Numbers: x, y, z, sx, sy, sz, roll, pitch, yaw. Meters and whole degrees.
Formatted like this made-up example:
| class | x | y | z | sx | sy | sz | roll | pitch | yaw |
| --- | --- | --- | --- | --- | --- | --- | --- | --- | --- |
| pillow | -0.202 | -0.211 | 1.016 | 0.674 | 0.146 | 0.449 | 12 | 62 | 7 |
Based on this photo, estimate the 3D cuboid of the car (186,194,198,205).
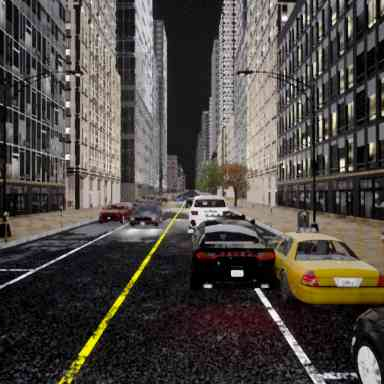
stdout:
| class | x | y | z | sx | sy | sz | roll | pitch | yaw |
| --- | --- | --- | --- | --- | --- | --- | --- | --- | --- |
| car | 0.051 | 1.287 | 59.590 | 2.097 | 1.767 | 4.553 | 0 | 0 | 0 |

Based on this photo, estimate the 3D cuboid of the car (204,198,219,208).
| class | x | y | z | sx | sy | sz | roll | pitch | yaw |
| --- | --- | --- | --- | --- | --- | --- | --- | --- | --- |
| car | 2.737 | 1.540 | 47.622 | 1.802 | 1.307 | 4.206 | 1 | 0 | 0 |

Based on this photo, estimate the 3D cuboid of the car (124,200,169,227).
| class | x | y | z | sx | sy | sz | roll | pitch | yaw |
| --- | --- | --- | --- | --- | --- | --- | --- | --- | --- |
| car | -2.982 | 1.537 | 22.860 | 2.033 | 1.411 | 5.357 | 0 | 0 | 0 |

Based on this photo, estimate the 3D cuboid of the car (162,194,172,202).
| class | x | y | z | sx | sy | sz | roll | pitch | yaw |
| --- | --- | --- | --- | --- | --- | --- | --- | --- | --- |
| car | -5.617 | 1.335 | 76.021 | 1.967 | 1.590 | 4.097 | 1 | 0 | 0 |

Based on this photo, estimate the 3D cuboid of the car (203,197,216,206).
| class | x | y | z | sx | sy | sz | roll | pitch | yaw |
| --- | --- | --- | --- | --- | --- | --- | --- | --- | --- |
| car | 2.743 | 1.530 | 53.297 | 1.802 | 1.307 | 4.206 | 1 | 0 | 0 |

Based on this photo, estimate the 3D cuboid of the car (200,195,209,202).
| class | x | y | z | sx | sy | sz | roll | pitch | yaw |
| --- | --- | --- | --- | --- | --- | --- | --- | --- | --- |
| car | 2.763 | 1.460 | 75.996 | 1.947 | 1.339 | 4.313 | 1 | 0 | 0 |

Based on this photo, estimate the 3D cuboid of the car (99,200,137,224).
| class | x | y | z | sx | sy | sz | roll | pitch | yaw |
| --- | --- | --- | --- | --- | --- | --- | --- | --- | --- |
| car | -5.663 | 1.532 | 24.940 | 1.887 | 1.381 | 4.507 | 0 | 0 | 0 |

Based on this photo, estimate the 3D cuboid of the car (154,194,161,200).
| class | x | y | z | sx | sy | sz | roll | pitch | yaw |
| --- | --- | --- | --- | --- | --- | --- | --- | --- | --- |
| car | -5.646 | 1.282 | 41.968 | 2.192 | 1.841 | 5.009 | 0 | 0 | 0 |

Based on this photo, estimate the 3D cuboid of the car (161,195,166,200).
| class | x | y | z | sx | sy | sz | roll | pitch | yaw |
| --- | --- | --- | --- | --- | --- | --- | --- | --- | --- |
| car | -5.638 | 1.530 | 53.318 | 1.802 | 1.307 | 4.206 | 1 | 0 | 0 |

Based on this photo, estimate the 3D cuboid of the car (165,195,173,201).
| class | x | y | z | sx | sy | sz | roll | pitch | yaw |
| --- | --- | --- | --- | --- | --- | --- | --- | --- | --- |
| car | -5.612 | 1.404 | 81.528 | 1.752 | 1.417 | 4.829 | 1 | 0 | 0 |

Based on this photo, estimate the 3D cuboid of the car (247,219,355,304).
| class | x | y | z | sx | sy | sz | roll | pitch | yaw |
| --- | --- | --- | --- | --- | --- | --- | --- | --- | --- |
| car | 2.702 | 1.524 | 8.069 | 1.752 | 1.417 | 4.829 | 0 | 0 | 0 |

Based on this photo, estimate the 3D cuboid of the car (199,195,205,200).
| class | x | y | z | sx | sy | sz | roll | pitch | yaw |
| --- | --- | --- | --- | --- | --- | --- | --- | --- | --- |
| car | 2.778 | 1.426 | 93.019 | 1.802 | 1.307 | 4.206 | 1 | 0 | 0 |

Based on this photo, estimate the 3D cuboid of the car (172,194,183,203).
| class | x | y | z | sx | sy | sz | roll | pitch | yaw |
| --- | --- | --- | --- | --- | --- | --- | --- | --- | --- |
| car | -2.941 | 1.438 | 69.168 | 1.812 | 1.442 | 4.674 | 0 | 0 | 0 |

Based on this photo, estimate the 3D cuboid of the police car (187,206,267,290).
| class | x | y | z | sx | sy | sz | roll | pitch | yaw |
| --- | --- | --- | --- | --- | --- | --- | --- | --- | --- |
| police car | 0.907 | 1.424 | 9.246 | 1.930 | 1.638 | 5.238 | 0 | 0 | 0 |

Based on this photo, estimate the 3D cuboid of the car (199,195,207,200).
| class | x | y | z | sx | sy | sz | roll | pitch | yaw |
| --- | --- | --- | --- | --- | --- | --- | --- | --- | --- |
| car | 2.773 | 1.406 | 87.346 | 1.887 | 1.381 | 4.507 | 1 | 0 | 0 |

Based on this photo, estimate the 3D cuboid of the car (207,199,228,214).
| class | x | y | z | sx | sy | sz | roll | pitch | yaw |
| --- | --- | --- | --- | --- | --- | --- | --- | --- | --- |
| car | 2.728 | 1.540 | 36.273 | 1.947 | 1.339 | 4.313 | 0 | 0 | 0 |

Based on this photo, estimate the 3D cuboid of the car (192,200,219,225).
| class | x | y | z | sx | sy | sz | roll | pitch | yaw |
| --- | --- | --- | --- | --- | --- | --- | --- | --- | --- |
| car | 0.921 | 1.465 | 25.136 | 1.882 | 1.535 | 5.008 | 0 | 0 | 0 |

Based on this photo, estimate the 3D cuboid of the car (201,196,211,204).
| class | x | y | z | sx | sy | sz | roll | pitch | yaw |
| --- | --- | --- | --- | --- | --- | --- | --- | --- | --- |
| car | 2.753 | 1.448 | 64.817 | 1.752 | 1.417 | 4.829 | 1 | 0 | 0 |

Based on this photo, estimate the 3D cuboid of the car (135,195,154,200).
| class | x | y | z | sx | sy | sz | roll | pitch | yaw |
| --- | --- | --- | --- | --- | --- | --- | --- | --- | --- |
| car | -5.652 | 1.415 | 36.293 | 1.967 | 1.590 | 4.097 | 0 | 0 | 0 |

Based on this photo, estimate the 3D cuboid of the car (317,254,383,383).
| class | x | y | z | sx | sy | sz | roll | pitch | yaw |
| --- | --- | --- | --- | --- | --- | --- | --- | --- | --- |
| car | 2.697 | 1.551 | 2.222 | 2.008 | 1.369 | 4.403 | 0 | 0 | 0 |

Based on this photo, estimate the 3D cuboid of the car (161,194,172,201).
| class | x | y | z | sx | sy | sz | roll | pitch | yaw |
| --- | --- | --- | --- | --- | --- | --- | --- | --- | --- |
| car | -5.625 | 1.238 | 64.670 | 2.192 | 1.841 | 5.009 | 1 | 0 | 0 |

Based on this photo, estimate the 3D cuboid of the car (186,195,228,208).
| class | x | y | z | sx | sy | sz | roll | pitch | yaw |
| --- | --- | --- | --- | --- | --- | --- | --- | --- | --- |
| car | 0.916 | 1.218 | 19.166 | 2.150 | 2.045 | 5.566 | 0 | 0 | 0 |
